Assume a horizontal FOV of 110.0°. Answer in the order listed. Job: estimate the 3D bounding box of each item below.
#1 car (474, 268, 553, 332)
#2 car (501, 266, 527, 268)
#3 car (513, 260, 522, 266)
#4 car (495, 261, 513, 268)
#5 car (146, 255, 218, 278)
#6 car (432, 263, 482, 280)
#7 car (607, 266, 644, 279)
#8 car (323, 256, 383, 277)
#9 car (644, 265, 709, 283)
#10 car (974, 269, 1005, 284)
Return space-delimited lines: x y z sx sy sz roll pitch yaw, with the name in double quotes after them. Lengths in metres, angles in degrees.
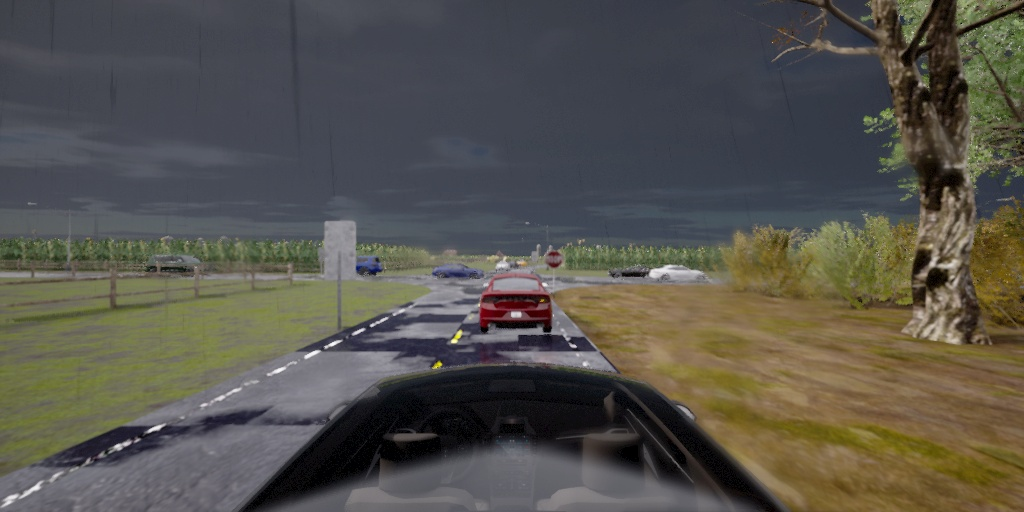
0.103 1.271 11.006 1.882 1.535 5.008 0 -1 0 "car"
0.659 1.441 20.772 1.895 1.301 4.718 0 0 10 "car"
-0.011 1.617 64.096 2.033 1.411 5.357 0 0 9 "car"
-1.328 1.542 54.501 1.812 1.442 4.674 0 0 6 "car"
-30.622 0.909 33.334 5.566 2.045 2.150 0 0 2 "car"
-4.775 1.391 32.016 4.674 1.442 1.812 0 0 4 "car"
11.630 1.594 34.504 4.718 1.301 1.895 0 0 5 "car"
-16.048 1.039 36.380 5.566 2.045 2.150 0 0 3 "car"
14.163 1.507 30.575 4.674 1.442 1.812 0 0 5 "car"
40.053 1.752 31.645 4.718 1.301 1.895 0 0 7 "car"
